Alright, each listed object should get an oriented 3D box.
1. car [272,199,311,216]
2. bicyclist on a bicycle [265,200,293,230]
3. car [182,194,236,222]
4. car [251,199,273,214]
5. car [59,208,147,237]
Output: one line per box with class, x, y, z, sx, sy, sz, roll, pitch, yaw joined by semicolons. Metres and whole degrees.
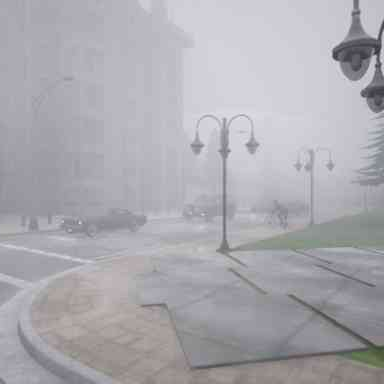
car;9.959;1.471;32.057;2.128;1.511;4.902;0;0;36
bicyclist on a bicycle;4.826;1.283;18.590;1.656;1.620;0.582;0;0;36
car;1.543;1.200;26.789;2.150;2.045;5.566;0;0;36
car;8.084;1.471;35.741;2.128;1.511;4.902;0;0;36
car;-4.722;1.579;18.196;1.895;1.301;4.718;0;0;36
